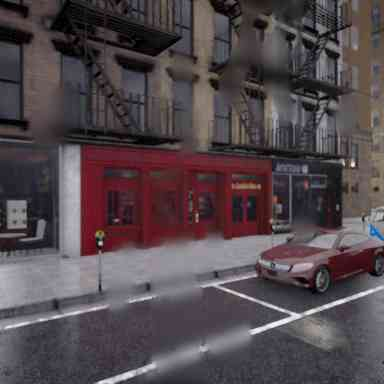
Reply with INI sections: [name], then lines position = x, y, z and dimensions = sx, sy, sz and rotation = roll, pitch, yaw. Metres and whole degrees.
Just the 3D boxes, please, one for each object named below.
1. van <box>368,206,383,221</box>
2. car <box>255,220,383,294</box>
[van]
position = 7.910, 1.334, 11.825
dimensions = 3.998, 1.788, 1.690
rotation = 0, 0, -35
[car]
position = 3.506, 1.578, 8.689
dimensions = 4.206, 1.307, 1.802
rotation = 0, 0, -35
